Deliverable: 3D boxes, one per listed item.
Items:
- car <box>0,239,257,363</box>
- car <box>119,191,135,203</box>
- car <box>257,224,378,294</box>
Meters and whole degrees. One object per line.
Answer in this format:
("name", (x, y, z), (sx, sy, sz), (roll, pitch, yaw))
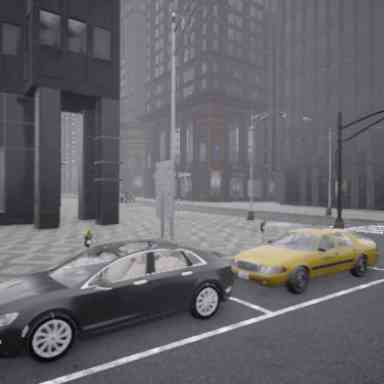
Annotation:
("car", (-1.211, 1.563, 5.785), (4.403, 1.369, 2.008), (0, 0, -36))
("car", (-9.788, 0.673, 46.726), (2.097, 1.767, 4.553), (0, 1, -36))
("car", (3.135, 1.566, 8.893), (4.829, 1.417, 1.752), (0, 0, -36))
